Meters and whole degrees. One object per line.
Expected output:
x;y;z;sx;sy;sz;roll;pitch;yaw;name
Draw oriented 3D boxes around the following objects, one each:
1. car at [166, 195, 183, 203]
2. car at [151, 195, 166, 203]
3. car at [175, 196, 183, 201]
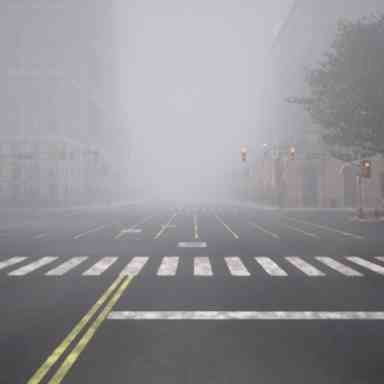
-3.451;1.462;66.572;1.882;1.535;5.008;0;0;1;car
-6.951;1.487;66.588;1.837;1.490;4.892;0;0;1;car
-3.258;1.567;82.879;1.895;1.301;4.718;0;0;1;car
